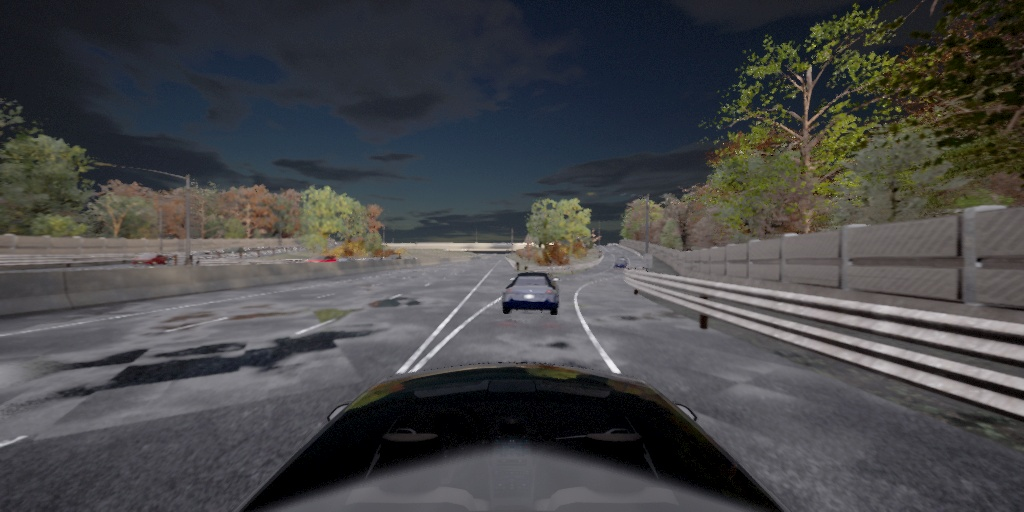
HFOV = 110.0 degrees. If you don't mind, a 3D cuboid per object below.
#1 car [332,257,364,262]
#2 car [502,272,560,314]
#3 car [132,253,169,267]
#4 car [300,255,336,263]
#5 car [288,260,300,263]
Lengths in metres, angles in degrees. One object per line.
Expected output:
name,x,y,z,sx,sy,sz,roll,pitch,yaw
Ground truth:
car,-22.144,1.228,48.712,1.994,1.385,4.181,0,0,-1
car,0.842,1.326,13.920,1.994,1.385,4.181,0,0,8
car,-43.634,0.431,43.346,1.882,1.535,5.008,0,1,-25
car,-25.633,0.869,48.399,2.150,2.045,5.566,0,0,-1
car,-29.114,1.235,46.988,1.895,1.301,4.718,0,0,-1
